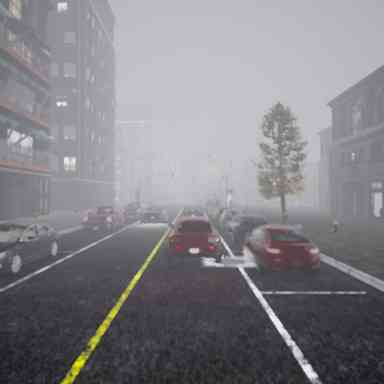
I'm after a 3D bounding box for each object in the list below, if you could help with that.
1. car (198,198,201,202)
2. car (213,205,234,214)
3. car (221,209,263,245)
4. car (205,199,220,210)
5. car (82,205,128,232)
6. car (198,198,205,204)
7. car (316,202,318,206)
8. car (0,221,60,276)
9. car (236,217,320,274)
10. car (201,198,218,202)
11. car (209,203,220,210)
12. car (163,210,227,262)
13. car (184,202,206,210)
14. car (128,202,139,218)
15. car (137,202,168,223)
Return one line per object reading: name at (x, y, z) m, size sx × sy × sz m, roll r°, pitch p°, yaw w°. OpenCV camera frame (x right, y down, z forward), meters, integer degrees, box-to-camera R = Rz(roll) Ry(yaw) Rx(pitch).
car at (2.682, 2.472, 87.310) m, size 2.008 × 1.369 × 4.403 m, roll 0°, pitch -1°, yaw 0°
car at (2.688, 1.765, 21.664) m, size 2.008 × 1.369 × 4.403 m, roll 0°, pitch -1°, yaw 0°
car at (2.688, 1.722, 16.126) m, size 1.947 × 1.339 × 4.313 m, roll 0°, pitch -1°, yaw 0°
car at (2.686, 1.912, 38.452) m, size 1.752 × 1.417 × 4.829 m, roll 0°, pitch -1°, yaw 0°
car at (-5.693, 1.654, 21.665) m, size 1.967 × 1.590 × 4.097 m, roll 0°, pitch -1°, yaw 0°
car at (2.681, 2.430, 93.008) m, size 1.967 × 1.590 × 4.097 m, roll 0°, pitch -1°, yaw 0°
car at (26.145, 2.320, 63.851) m, size 4.507 × 1.381 × 1.887 m, roll 0°, pitch -1°, yaw 0°
car at (-5.691, 1.652, 10.586) m, size 2.008 × 1.369 × 4.403 m, roll 0°, pitch -1°, yaw 0°
car at (2.689, 1.683, 10.587) m, size 1.802 × 1.307 × 4.206 m, roll 0°, pitch -1°, yaw 0°
car at (2.686, 1.758, 43.824) m, size 2.192 × 1.841 × 5.009 m, roll 0°, pitch -1°, yaw 0°
car at (2.687, 1.837, 27.203) m, size 1.947 × 1.339 × 4.313 m, roll 0°, pitch -1°, yaw 0°
car at (0.086, 1.646, 12.515) m, size 1.812 × 1.442 × 4.674 m, roll 0°, pitch 0°, yaw 0°
car at (0.094, 1.929, 32.731) m, size 1.895 × 1.301 × 4.718 m, roll 0°, pitch -1°, yaw 0°
car at (-5.694, 1.768, 32.744) m, size 1.967 × 1.590 × 4.097 m, roll 0°, pitch -1°, yaw 0°
car at (-3.102, 1.843, 28.024) m, size 1.994 × 1.385 × 4.181 m, roll 0°, pitch -1°, yaw 0°
